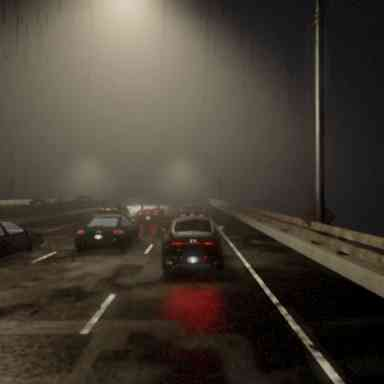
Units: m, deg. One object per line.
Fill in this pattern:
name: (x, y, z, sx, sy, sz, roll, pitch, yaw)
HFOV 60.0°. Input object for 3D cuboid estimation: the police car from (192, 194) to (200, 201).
police car: (1.045, 1.905, 87.203, 1.930, 1.638, 5.238, 0, 0, 0)

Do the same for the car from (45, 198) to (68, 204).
car: (-21.062, 1.788, 53.578, 2.128, 1.511, 4.902, 0, 0, 0)

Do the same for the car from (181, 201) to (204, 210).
car: (0.044, 1.693, 26.212, 2.033, 1.411, 5.357, 0, 0, 0)

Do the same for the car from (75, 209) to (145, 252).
car: (-3.432, 1.642, 14.247, 1.994, 1.385, 4.181, 0, 0, 0)

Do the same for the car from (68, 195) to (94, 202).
car: (-17.564, 1.518, 53.693, 2.150, 2.045, 5.566, 0, 0, 0)

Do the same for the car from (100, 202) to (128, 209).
car: (-6.930, 1.658, 29.932, 2.128, 1.511, 4.902, 0, 0, 0)

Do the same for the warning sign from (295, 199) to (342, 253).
warning sign: (4.554, 1.183, 12.090, 1.300, 1.860, 1.060, 0, 0, 0)

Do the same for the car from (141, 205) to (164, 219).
car: (-3.439, 1.759, 28.502, 1.895, 1.301, 4.718, 0, 0, 0)

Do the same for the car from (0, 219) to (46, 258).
car: (-6.955, 1.611, 11.223, 2.033, 1.411, 5.357, 0, 0, 0)

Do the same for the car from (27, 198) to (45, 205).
car: (-24.557, 1.799, 53.289, 1.837, 1.490, 4.892, 0, 0, 0)

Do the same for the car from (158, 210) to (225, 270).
car: (0.046, 1.568, 11.279, 1.837, 1.490, 4.892, 0, 0, 1)
